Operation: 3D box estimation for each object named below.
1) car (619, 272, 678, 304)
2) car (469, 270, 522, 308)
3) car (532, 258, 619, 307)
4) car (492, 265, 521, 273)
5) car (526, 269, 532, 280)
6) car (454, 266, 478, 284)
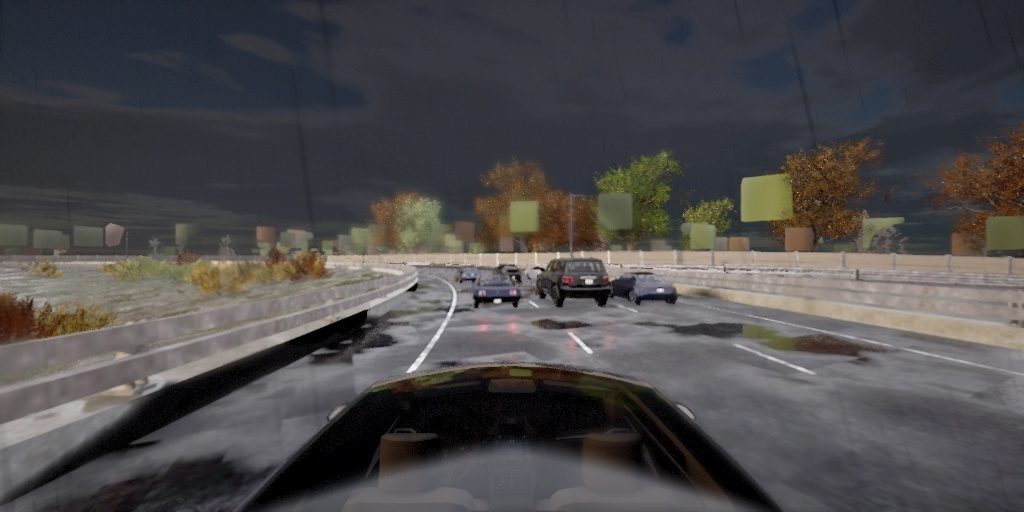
[{"bbox_3d":[6.066,1.455,17.285,1.994,1.385,4.181,0,0,-8],"label":"car"},{"bbox_3d":[-0.843,1.487,16.177,1.895,1.301,4.718,0,-1,-7],"label":"car"},{"bbox_3d":[2.643,1.103,16.524,2.150,2.045,5.566,0,0,-7],"label":"car"},{"bbox_3d":[-0.543,1.544,32.225,1.837,1.490,4.892,0,0,-16],"label":"car"},{"bbox_3d":[2.808,1.569,33.232,1.812,1.442,4.674,0,0,-16],"label":"car"},{"bbox_3d":[-3.829,1.575,30.997,2.033,1.411,5.357,0,-1,-15],"label":"car"}]
